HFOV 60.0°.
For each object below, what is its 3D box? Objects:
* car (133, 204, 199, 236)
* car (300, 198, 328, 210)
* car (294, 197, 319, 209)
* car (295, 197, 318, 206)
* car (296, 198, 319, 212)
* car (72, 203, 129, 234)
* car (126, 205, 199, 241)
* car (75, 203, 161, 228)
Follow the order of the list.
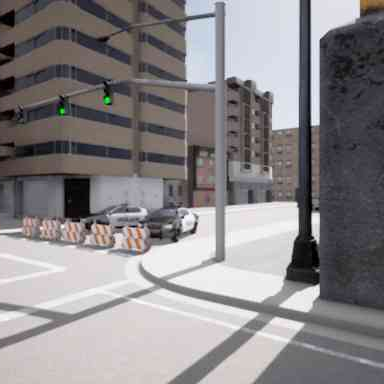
[{"bbox_3d":[-1.117,1.299,16.738,1.853,1.218,4.536,0,0,16],"label":"car"},{"bbox_3d":[14.183,1.299,38.500,1.853,1.218,4.536,0,0,36],"label":"car"},{"bbox_3d":[16.366,1.458,47.374,2.038,1.542,4.974,0,0,36],"label":"car"},{"bbox_3d":[16.395,1.300,47.416,1.853,1.218,4.536,0,0,36],"label":"car"},{"bbox_3d":[14.153,1.456,38.457,2.038,1.542,4.974,0,0,36],"label":"car"},{"bbox_3d":[-4.322,1.457,19.375,4.974,1.542,2.038,0,0,-29],"label":"car"},{"bbox_3d":[-1.131,1.456,16.688,2.038,1.542,4.974,0,0,16],"label":"car"},{"bbox_3d":[-4.277,1.300,19.400,4.536,1.218,1.853,0,0,-29],"label":"car"}]
